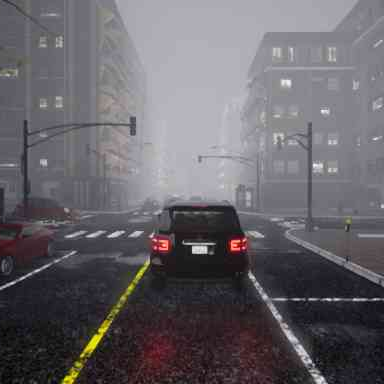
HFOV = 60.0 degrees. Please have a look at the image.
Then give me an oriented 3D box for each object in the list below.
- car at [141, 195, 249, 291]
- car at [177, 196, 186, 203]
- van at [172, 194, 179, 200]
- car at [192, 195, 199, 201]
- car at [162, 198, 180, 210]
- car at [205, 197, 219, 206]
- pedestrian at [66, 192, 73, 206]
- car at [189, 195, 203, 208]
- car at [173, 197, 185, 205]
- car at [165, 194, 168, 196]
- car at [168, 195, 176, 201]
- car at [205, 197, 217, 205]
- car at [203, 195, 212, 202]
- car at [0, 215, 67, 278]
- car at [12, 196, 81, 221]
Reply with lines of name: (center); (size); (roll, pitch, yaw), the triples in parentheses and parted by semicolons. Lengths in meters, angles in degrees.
car: (0.178, 1.220, 9.152); (2.150, 2.045, 5.566); (0, 0, 1)
car: (-2.259, 1.520, 71.954); (1.812, 1.442, 4.674); (0, 0, 1)
van: (-4.730, 1.337, 93.229); (1.690, 1.788, 3.998); (0, 0, 1)
car: (0.856, 1.475, 82.752); (1.882, 1.535, 5.008); (0, 0, 1)
car: (-2.644, 1.561, 43.109); (1.994, 1.385, 4.181); (0, 0, 2)
car: (3.237, 1.548, 53.667); (2.008, 1.369, 4.403); (0, 0, 1)
pedestrian: (-12.374, 0.901, 33.550); (0.375, 1.860, 0.375); (0, -1, 0)
car: (0.601, 1.349, 49.878); (2.097, 1.767, 4.553); (0, 0, 1)
car: (-2.428, 1.561, 61.649); (1.994, 1.385, 4.181); (0, 0, 1)
car: (-4.967, 1.312, 70.674); (2.192, 1.841, 5.009); (0, 0, 1)
car: (-4.849, 1.522, 81.782); (1.752, 1.417, 4.829); (0, 0, 1)
car: (3.296, 1.542, 59.304); (1.887, 1.381, 4.507); (0, 0, 1)
car: (3.473, 1.437, 76.220); (1.967, 1.590, 4.097); (0, 0, 1)
car: (-5.600, 1.581, 10.074); (1.802, 1.307, 4.206); (0, 0, 1)
car: (-10.479, 1.222, 24.247); (4.553, 1.767, 2.097); (2, 0, 7)
